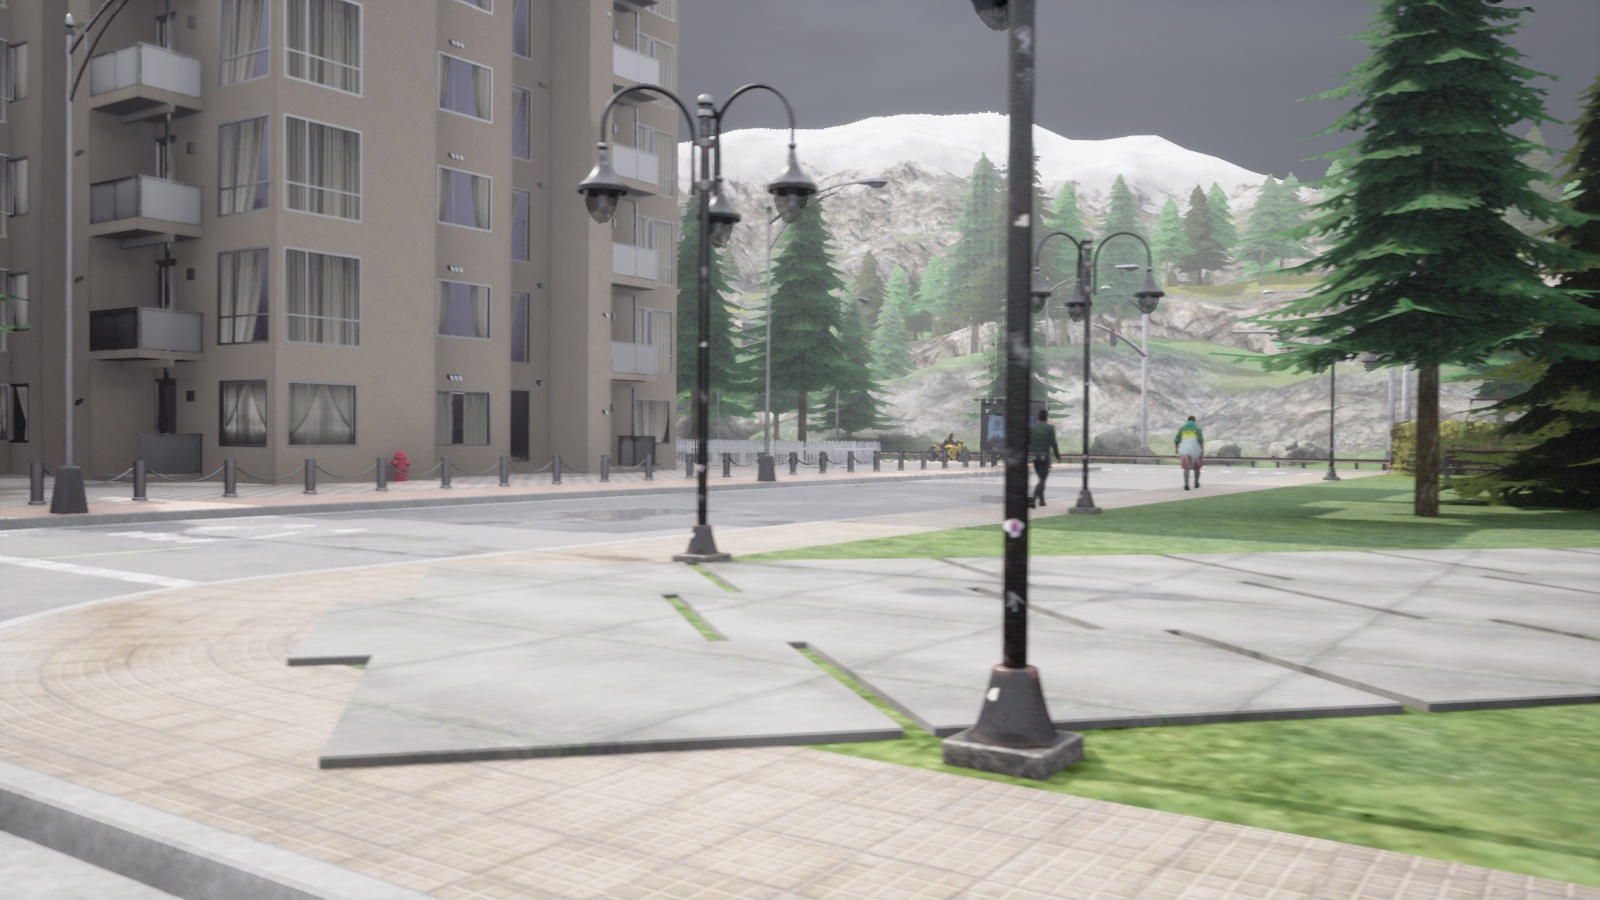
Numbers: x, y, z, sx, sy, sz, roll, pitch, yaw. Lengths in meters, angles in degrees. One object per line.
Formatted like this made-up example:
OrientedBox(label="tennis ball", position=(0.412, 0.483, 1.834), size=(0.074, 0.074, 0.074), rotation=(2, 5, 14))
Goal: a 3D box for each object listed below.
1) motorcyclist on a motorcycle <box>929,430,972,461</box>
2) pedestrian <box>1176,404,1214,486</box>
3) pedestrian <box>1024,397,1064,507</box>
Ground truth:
OrientedBox(label="motorcyclist on a motorcycle", position=(7.655, -0.228, 63.885), size=(2.044, 1.523, 0.797), rotation=(0, 1, 35))
OrientedBox(label="pedestrian", position=(9.582, -0.126, 30.453), size=(0.659, 1.952, 0.873), rotation=(0, 1, 34))
OrientedBox(label="pedestrian", position=(4.379, 0.030, 22.513), size=(0.423, 1.949, 0.788), rotation=(0, 1, 32))
